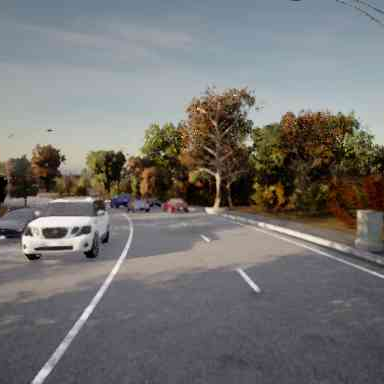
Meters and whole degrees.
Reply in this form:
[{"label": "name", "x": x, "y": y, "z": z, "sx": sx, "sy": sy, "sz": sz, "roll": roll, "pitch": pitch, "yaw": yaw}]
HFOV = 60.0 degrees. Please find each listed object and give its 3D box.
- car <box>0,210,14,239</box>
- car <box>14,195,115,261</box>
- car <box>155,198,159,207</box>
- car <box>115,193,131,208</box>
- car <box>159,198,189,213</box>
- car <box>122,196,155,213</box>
[{"label": "car", "x": -8.608, "y": 1.592, "z": 17.022, "sx": 2.033, "sy": 1.411, "sz": 5.357, "roll": -1, "pitch": 0, "yaw": -9}, {"label": "car", "x": -4.500, "y": 1.222, "z": 12.809, "sx": 2.150, "sy": 2.045, "sz": 5.566, "roll": 0, "pitch": 0, "yaw": -7}, {"label": "car", "x": -5.802, "y": 1.457, "z": 46.026, "sx": 1.895, "sy": 1.301, "sz": 4.718, "roll": -2, "pitch": 1, "yaw": -22}, {"label": "car", "x": -9.972, "y": 1.182, "z": 46.880, "sx": 2.150, "sy": 2.045, "sz": 5.566, "roll": -2, "pitch": 1, "yaw": -25}, {"label": "car", "x": -1.715, "y": 1.386, "z": 34.480, "sx": 1.812, "sy": 1.442, "sz": 4.674, "roll": -1, "pitch": 1, "yaw": -17}, {"label": "car", "x": -5.875, "y": 1.483, "z": 36.125, "sx": 2.033, "sy": 1.411, "sz": 5.357, "roll": -1, "pitch": 0, "yaw": -20}]
